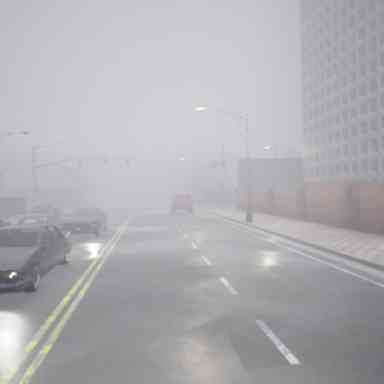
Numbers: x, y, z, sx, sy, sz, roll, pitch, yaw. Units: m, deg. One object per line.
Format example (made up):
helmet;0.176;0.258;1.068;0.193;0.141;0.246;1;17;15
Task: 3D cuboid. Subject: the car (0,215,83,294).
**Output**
car;-4.720;1.633;9.283;2.033;1.411;5.357;-1;0;-7

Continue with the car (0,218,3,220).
car;-8.722;1.634;12.873;1.882;1.535;5.008;-1;0;-7

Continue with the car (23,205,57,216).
car;-9.950;1.672;22.296;2.128;1.511;4.902;-1;0;-7

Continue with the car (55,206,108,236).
car;-5.995;1.587;19.006;1.882;1.535;5.008;-1;0;-7

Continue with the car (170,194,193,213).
car;-1.211;1.252;37.089;2.150;2.045;5.566;-1;0;-7
